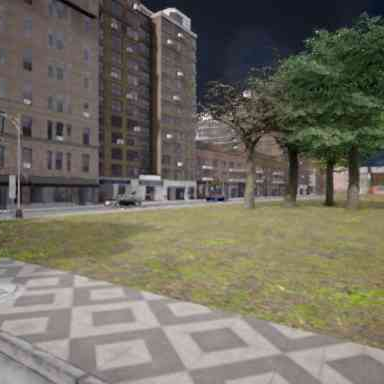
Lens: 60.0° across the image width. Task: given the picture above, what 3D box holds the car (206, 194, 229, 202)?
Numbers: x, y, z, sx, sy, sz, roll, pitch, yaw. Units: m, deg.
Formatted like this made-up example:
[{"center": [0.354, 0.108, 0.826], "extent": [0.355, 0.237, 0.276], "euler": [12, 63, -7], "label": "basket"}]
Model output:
[{"center": [4.245, 1.052, 56.154], "extent": [1.895, 1.301, 4.718], "euler": [0, 1, 35], "label": "car"}]

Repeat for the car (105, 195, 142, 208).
[{"center": [-8.035, 1.078, 39.102], "extent": [2.128, 1.511, 4.902], "euler": [0, 1, 36], "label": "car"}]
